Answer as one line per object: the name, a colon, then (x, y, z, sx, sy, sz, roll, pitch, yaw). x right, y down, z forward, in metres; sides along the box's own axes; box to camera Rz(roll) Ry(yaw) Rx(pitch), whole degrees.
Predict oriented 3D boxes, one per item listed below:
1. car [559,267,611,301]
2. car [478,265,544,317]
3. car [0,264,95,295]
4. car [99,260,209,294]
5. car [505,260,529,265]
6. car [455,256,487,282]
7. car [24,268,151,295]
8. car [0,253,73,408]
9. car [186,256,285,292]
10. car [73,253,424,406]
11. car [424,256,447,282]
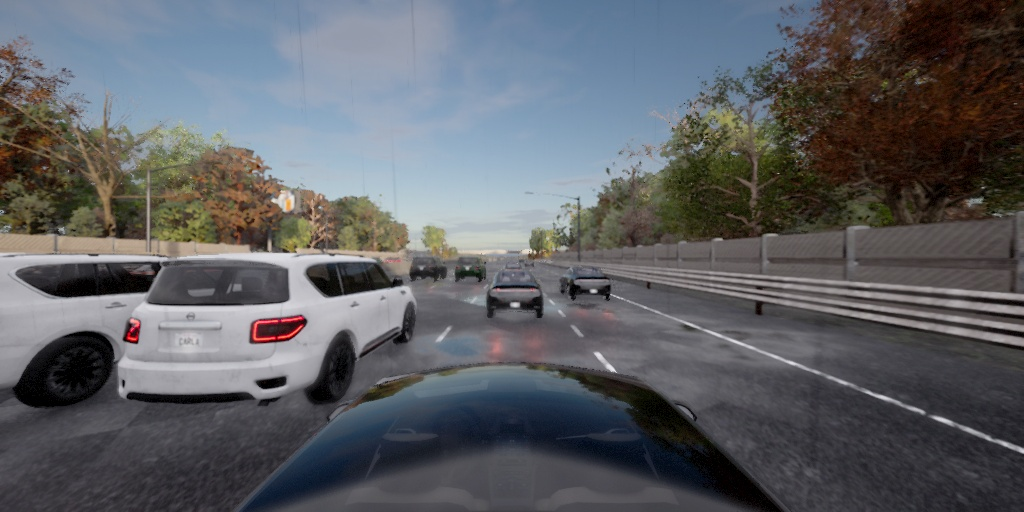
car: (3.502, 1.284, 17.786, 2.128, 1.511, 4.902, 0, 0, 0)
car: (0.101, 1.273, 13.261, 2.128, 1.511, 4.902, 0, 0, 0)
car: (-28.097, 1.293, 20.762, 2.128, 1.511, 4.902, 0, 0, 0)
car: (-21.096, 1.155, 21.480, 2.097, 1.767, 4.553, 0, 0, 0)
car: (0.104, 1.322, 30.754, 2.128, 1.511, 4.902, 0, 0, 0)
car: (-3.400, 1.049, 30.041, 2.150, 2.045, 5.566, 0, 0, 0)
car: (-24.598, 1.403, 21.140, 1.895, 1.301, 4.718, 0, 0, 0)
car: (-6.902, 0.984, 6.353, 2.150, 2.045, 5.566, 0, 0, 0)
car: (-17.598, 1.030, 23.319, 2.150, 2.045, 5.566, 0, 0, 0)
car: (-3.402, 0.984, 6.462, 2.150, 2.045, 5.566, 0, 0, 0)
car: (-6.899, 1.049, 30.053, 2.150, 2.045, 5.566, 0, 0, 0)
